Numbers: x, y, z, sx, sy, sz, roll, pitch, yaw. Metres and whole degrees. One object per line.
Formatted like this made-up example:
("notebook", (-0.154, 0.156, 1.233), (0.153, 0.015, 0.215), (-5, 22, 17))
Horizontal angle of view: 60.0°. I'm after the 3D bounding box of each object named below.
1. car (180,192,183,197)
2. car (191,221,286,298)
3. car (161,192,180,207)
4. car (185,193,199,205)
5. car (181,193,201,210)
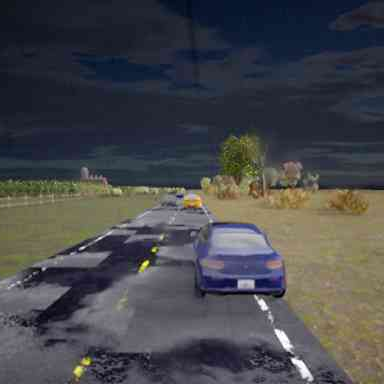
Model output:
("car", (-2.868, 0.735, 80.321), (2.033, 1.411, 5.357), (0, 1, 0))
("car", (0.952, 1.440, 8.170), (1.812, 1.442, 4.674), (0, 1, 0))
("car", (-2.908, 1.060, 43.049), (1.837, 1.490, 4.892), (0, 0, 0))
("car", (-0.041, 0.989, 47.231), (1.882, 1.535, 5.008), (0, 1, 1))
("car", (0.026, 1.094, 37.059), (1.882, 1.535, 5.008), (0, 1, 0))
